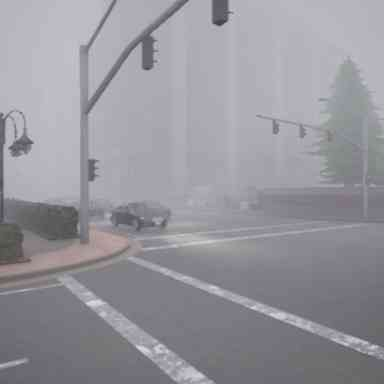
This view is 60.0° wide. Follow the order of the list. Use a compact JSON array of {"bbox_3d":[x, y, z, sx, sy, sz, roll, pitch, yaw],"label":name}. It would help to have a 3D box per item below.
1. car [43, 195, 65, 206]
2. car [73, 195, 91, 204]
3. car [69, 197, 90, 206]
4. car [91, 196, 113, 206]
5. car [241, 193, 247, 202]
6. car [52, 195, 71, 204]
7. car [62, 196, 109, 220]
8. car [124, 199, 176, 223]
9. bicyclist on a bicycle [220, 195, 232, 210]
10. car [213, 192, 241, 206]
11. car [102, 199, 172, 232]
[{"bbox_3d":[-14.593,1.403,35.426,2.128,1.511,4.902,0,0,-36],"label":"car"},{"bbox_3d":[-20.509,1.377,61.792,1.837,1.490,4.892,0,0,-36],"label":"car"},{"bbox_3d":[-17.570,1.449,51.716,1.994,1.385,4.181,0,0,-35],"label":"car"},{"bbox_3d":[-14.487,1.398,53.505,1.812,1.442,4.674,0,0,-36],"label":"car"},{"bbox_3d":[7.215,0.982,50.694,1.905,1.878,3.866,0,0,-36],"label":"car"},{"bbox_3d":[-23.508,1.363,59.819,1.882,1.535,5.008,0,0,-36],"label":"car"},{"bbox_3d":[-8.812,1.390,27.442,1.882,1.535,5.008,0,0,-36],"label":"car"},{"bbox_3d":[-3.399,1.376,25.939,1.882,1.535,5.008,0,0,-36],"label":"car"},{"bbox_3d":[3.745,1.155,36.500,1.656,1.620,0.582,-1,0,-36],"label":"bicyclist on a bicycle"},{"bbox_3d":[4.823,0.993,48.982,1.905,1.878,3.866,0,0,-36],"label":"car"},{"bbox_3d":[-3.236,1.403,19.751,2.128,1.511,4.902,0,0,-36],"label":"car"}]
